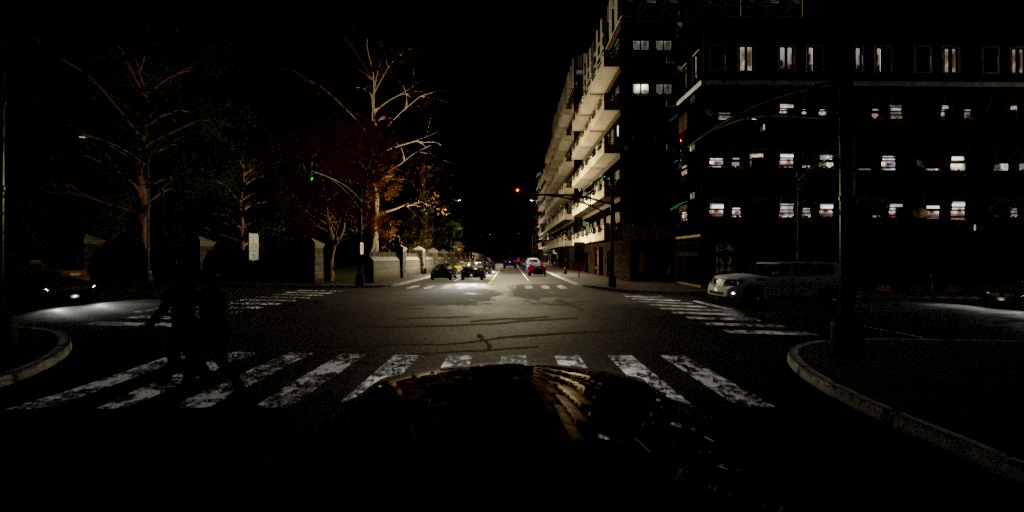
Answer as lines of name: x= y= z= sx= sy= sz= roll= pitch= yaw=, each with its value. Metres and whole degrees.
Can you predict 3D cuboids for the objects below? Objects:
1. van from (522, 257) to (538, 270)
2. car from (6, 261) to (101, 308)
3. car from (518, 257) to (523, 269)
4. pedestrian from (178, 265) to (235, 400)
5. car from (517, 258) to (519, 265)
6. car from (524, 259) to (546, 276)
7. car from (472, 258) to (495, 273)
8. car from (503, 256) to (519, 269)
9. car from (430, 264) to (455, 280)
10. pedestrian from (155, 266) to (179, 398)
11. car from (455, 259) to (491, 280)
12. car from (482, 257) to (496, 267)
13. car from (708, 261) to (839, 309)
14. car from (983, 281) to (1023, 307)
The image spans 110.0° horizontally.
van: x=2.459 y=1.116 z=42.555 sx=1.690 sy=1.789 sz=3.998 roll=0 pitch=0 yaw=0
car: x=-18.229 y=0.997 z=12.743 sx=5.357 sy=1.411 sz=2.033 roll=1 pitch=0 yaw=-1
car: x=2.394 y=1.230 z=53.815 sx=1.967 sy=1.591 sz=4.097 roll=0 pitch=0 yaw=0
pedestrian: x=-4.150 y=1.023 z=4.889 sx=0.375 sy=1.860 sz=0.375 roll=0 pitch=0 yaw=0
car: x=2.361 y=1.349 z=59.445 sx=2.007 sy=1.370 sz=4.403 roll=0 pitch=0 yaw=0
car: x=2.491 y=1.314 z=36.924 sx=1.888 sy=1.381 sz=4.507 roll=0 pitch=0 yaw=0
car: x=-3.320 y=1.279 z=41.376 sx=1.837 sy=1.490 sz=4.892 roll=0 pitch=0 yaw=0
car: x=-0.331 y=1.021 z=59.609 sx=2.150 sy=2.045 sz=5.566 roll=0 pitch=0 yaw=0
car: x=-5.857 y=1.330 z=31.246 sx=1.948 sy=1.339 sz=4.313 roll=0 pitch=0 yaw=0
pedestrian: x=-4.739 y=1.014 z=5.175 sx=0.375 sy=1.860 sz=0.375 roll=0 pitch=0 yaw=0
car: x=-3.260 y=1.256 z=31.078 sx=2.128 sy=1.511 sz=4.902 roll=0 pitch=0 yaw=0
car: x=-3.373 y=1.279 z=51.788 sx=2.128 sy=1.511 sz=4.902 roll=0 pitch=0 yaw=0
car: x=12.174 y=1.228 z=16.485 sx=5.566 sy=2.045 sz=2.150 roll=1 pitch=0 yaw=1
car: x=24.947 y=1.764 z=16.613 sx=4.674 sy=1.442 sz=1.812 roll=1 pitch=0 yaw=-1
